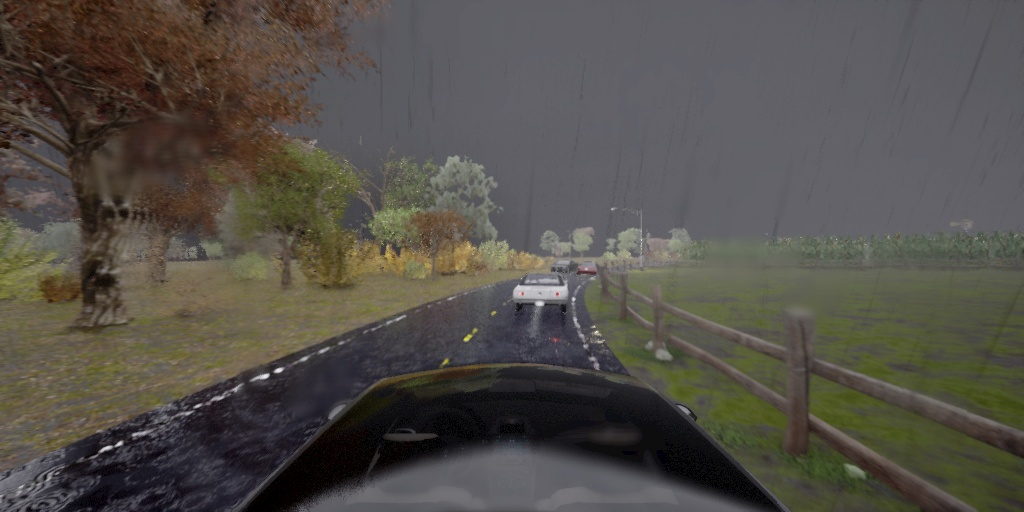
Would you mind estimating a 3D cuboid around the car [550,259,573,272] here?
[{"bbox_3d":[5.533,1.083,37.843,1.882,1.535,5.008,0,0,26],"label":"car"}]

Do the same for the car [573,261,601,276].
[{"bbox_3d":[7.857,1.178,35.771,1.994,1.385,4.181,0,0,24],"label":"car"}]

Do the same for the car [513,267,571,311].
[{"bbox_3d":[1.290,1.317,14.381,1.895,1.301,4.718,0,0,9],"label":"car"}]
